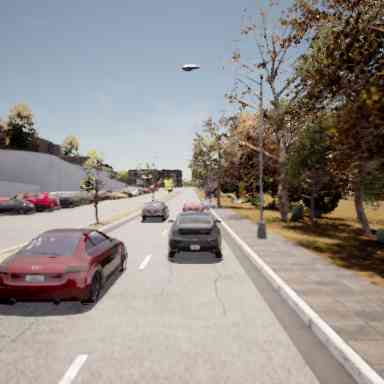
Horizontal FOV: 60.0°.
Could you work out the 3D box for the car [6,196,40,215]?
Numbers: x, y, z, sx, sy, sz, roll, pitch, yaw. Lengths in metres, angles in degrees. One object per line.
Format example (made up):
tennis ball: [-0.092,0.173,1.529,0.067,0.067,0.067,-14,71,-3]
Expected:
car: [-16.852,1.407,30.429,4.674,1.452,2.002,-1,1,-20]

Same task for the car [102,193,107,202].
car: [-16.808,1.076,54.328,4.792,1.488,2.163,-1,1,-20]

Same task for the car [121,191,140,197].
car: [-16.827,0.478,90.327,4.792,1.488,2.163,-1,2,-20]

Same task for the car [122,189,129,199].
car: [-16.990,0.798,72.256,5.366,1.575,1.946,-1,1,-20]

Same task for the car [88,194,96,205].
car: [-16.812,1.003,48.336,4.553,1.767,2.185,-1,1,-20]

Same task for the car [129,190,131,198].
car: [-16.819,0.790,75.329,4.674,1.452,2.002,-1,1,-20]

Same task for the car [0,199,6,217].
car: [-16.833,1.458,24.472,4.792,1.488,2.163,-1,0,-20]

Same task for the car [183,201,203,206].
car: [0.110,1.476,30.244,1.895,1.301,4.718,0,1,0]

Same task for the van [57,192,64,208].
van: [-16.745,1.064,36.439,4.442,1.987,1.878,-1,1,-20]

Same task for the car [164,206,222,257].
car: [0.104,1.506,13.014,1.837,1.490,4.892,0,0,0]

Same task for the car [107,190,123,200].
car: [-16.798,0.912,66.333,4.792,1.488,2.163,-1,1,-20]

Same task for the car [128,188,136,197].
car: [-16.790,0.451,78.343,5.566,2.045,2.435,-1,1,-20]

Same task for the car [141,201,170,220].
car: [-2.891,1.461,26.774,2.033,1.411,5.357,0,1,0]

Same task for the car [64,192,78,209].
car: [-16.826,0.999,39.392,5.566,2.045,2.435,-1,1,-20]

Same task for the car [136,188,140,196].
car: [-16.635,0.578,84.400,5.366,1.575,1.946,-1,1,-20]

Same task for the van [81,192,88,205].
van: [-16.954,0.946,45.300,4.442,1.987,1.878,-1,1,-20]

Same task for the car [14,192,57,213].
car: [-16.882,1.081,33.396,5.566,2.045,2.435,-1,1,-20]

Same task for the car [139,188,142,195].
car: [-16.833,0.268,87.322,5.566,2.045,2.435,-1,2,-20]

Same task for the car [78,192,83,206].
car: [-16.839,1.211,42.363,4.892,1.521,2.231,-1,1,-20]

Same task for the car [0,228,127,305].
car: [-2.898,1.569,8.153,1.994,1.385,4.181,0,0,0]

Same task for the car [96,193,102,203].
car: [-16.832,1.128,51.310,4.674,1.452,2.002,-1,1,-20]
